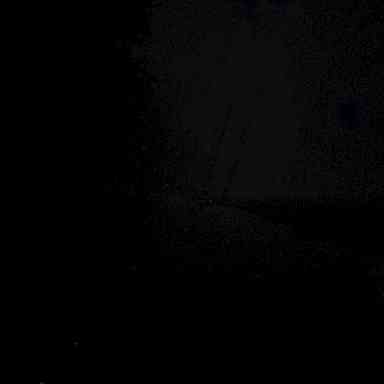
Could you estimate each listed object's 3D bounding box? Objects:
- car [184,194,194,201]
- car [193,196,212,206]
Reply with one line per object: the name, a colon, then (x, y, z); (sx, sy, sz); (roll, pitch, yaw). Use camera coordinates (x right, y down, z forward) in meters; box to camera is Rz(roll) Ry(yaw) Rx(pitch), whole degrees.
car: (-0.481, 1.173, 71.958); (2.033, 1.411, 5.357); (1, 1, -8)
car: (1.871, 1.404, 50.722); (2.033, 1.411, 5.357); (1, 0, -5)
